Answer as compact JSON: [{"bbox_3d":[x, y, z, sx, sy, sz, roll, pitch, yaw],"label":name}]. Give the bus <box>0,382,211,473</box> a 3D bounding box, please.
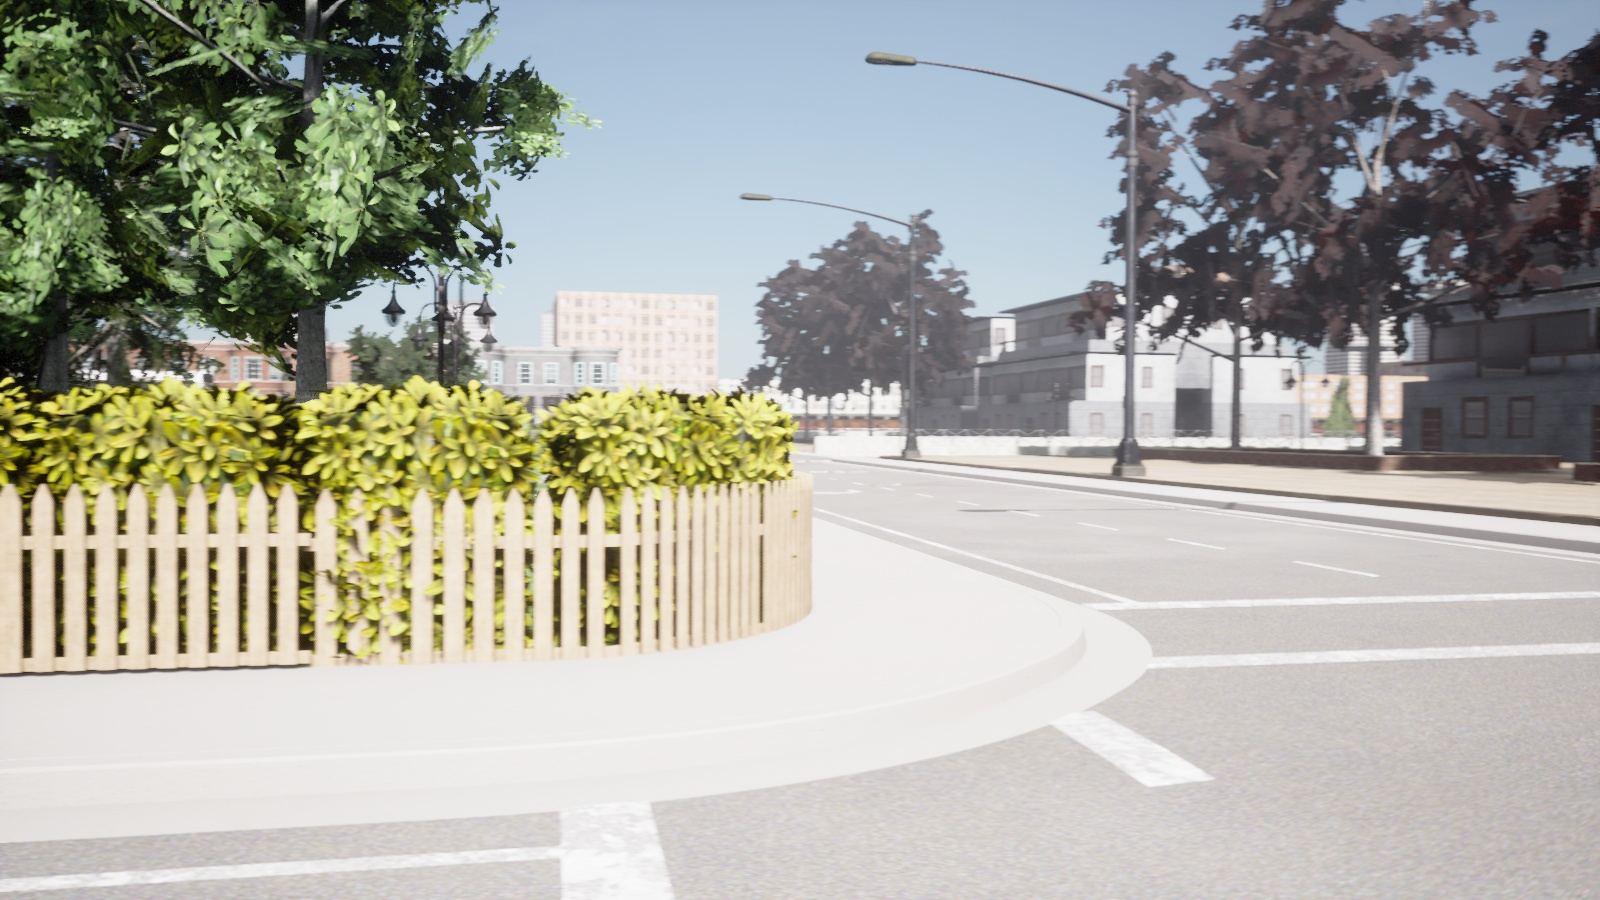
[{"bbox_3d":[-35.518,-1.118,62.772,10.273,4.253,3.944,-1,1,-13],"label":"bus"}]
